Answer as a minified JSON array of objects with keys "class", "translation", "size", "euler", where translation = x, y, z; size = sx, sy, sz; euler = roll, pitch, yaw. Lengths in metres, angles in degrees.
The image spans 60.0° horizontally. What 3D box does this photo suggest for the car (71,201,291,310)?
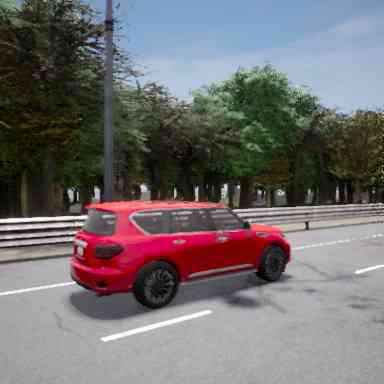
[{"class":"car","translation":[-0.005,1.229,8.092],"size":[5.566,2.045,2.150],"euler":[-1,0,-36]}]
